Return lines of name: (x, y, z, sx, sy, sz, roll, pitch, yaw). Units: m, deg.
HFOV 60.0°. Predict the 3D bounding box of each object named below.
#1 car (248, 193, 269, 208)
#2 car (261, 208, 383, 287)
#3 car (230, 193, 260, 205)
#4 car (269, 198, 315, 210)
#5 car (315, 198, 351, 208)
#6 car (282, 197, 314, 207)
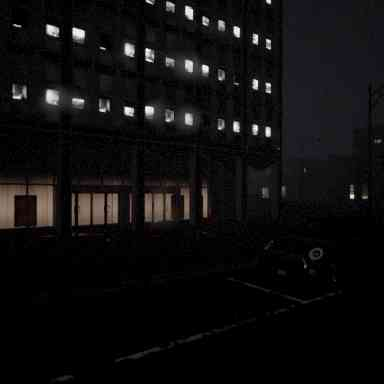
car: (8.544, 1.168, 43.717, 2.192, 1.841, 5.009, 1, 0, -35)
car: (3.820, 1.441, 9.288, 4.097, 1.590, 1.967, 0, 0, -36)
car: (9.137, 1.168, 57.590, 2.192, 1.841, 5.009, 1, 0, -35)
car: (11.692, 1.427, 39.163, 2.008, 1.369, 4.403, 1, 0, -35)
car: (18.489, 1.447, 44.069, 1.752, 1.417, 4.829, 1, 0, -35)
car: (15.435, 1.481, 48.483, 1.802, 1.307, 4.206, 1, 0, -35)
